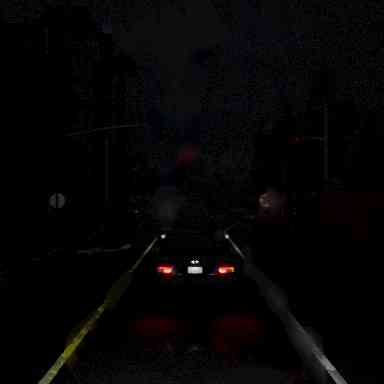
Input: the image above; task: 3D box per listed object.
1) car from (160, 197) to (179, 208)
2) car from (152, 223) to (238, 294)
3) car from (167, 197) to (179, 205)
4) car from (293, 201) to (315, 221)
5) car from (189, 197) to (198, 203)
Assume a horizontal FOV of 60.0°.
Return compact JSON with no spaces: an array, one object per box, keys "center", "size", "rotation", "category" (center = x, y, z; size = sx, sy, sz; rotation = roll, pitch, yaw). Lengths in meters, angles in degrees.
[{"center":[-3.483,1.492,48.339],"size":[2.128,1.511,4.902],"rotation":[0,0,0],"category":"car"},{"center":[0.080,1.547,8.908],"size":[2.033,1.411,5.357],"rotation":[0,0,0],"category":"car"},{"center":[-3.426,1.601,60.947],"size":[1.895,1.301,4.718],"rotation":[0,0,0],"category":"car"},{"center":[10.601,1.490,26.484],"size":[4.892,1.490,1.837],"rotation":[0,1,-1],"category":"car"},{"center":[0.262,1.601,69.680],"size":[1.895,1.301,4.718],"rotation":[0,0,0],"category":"car"}]
